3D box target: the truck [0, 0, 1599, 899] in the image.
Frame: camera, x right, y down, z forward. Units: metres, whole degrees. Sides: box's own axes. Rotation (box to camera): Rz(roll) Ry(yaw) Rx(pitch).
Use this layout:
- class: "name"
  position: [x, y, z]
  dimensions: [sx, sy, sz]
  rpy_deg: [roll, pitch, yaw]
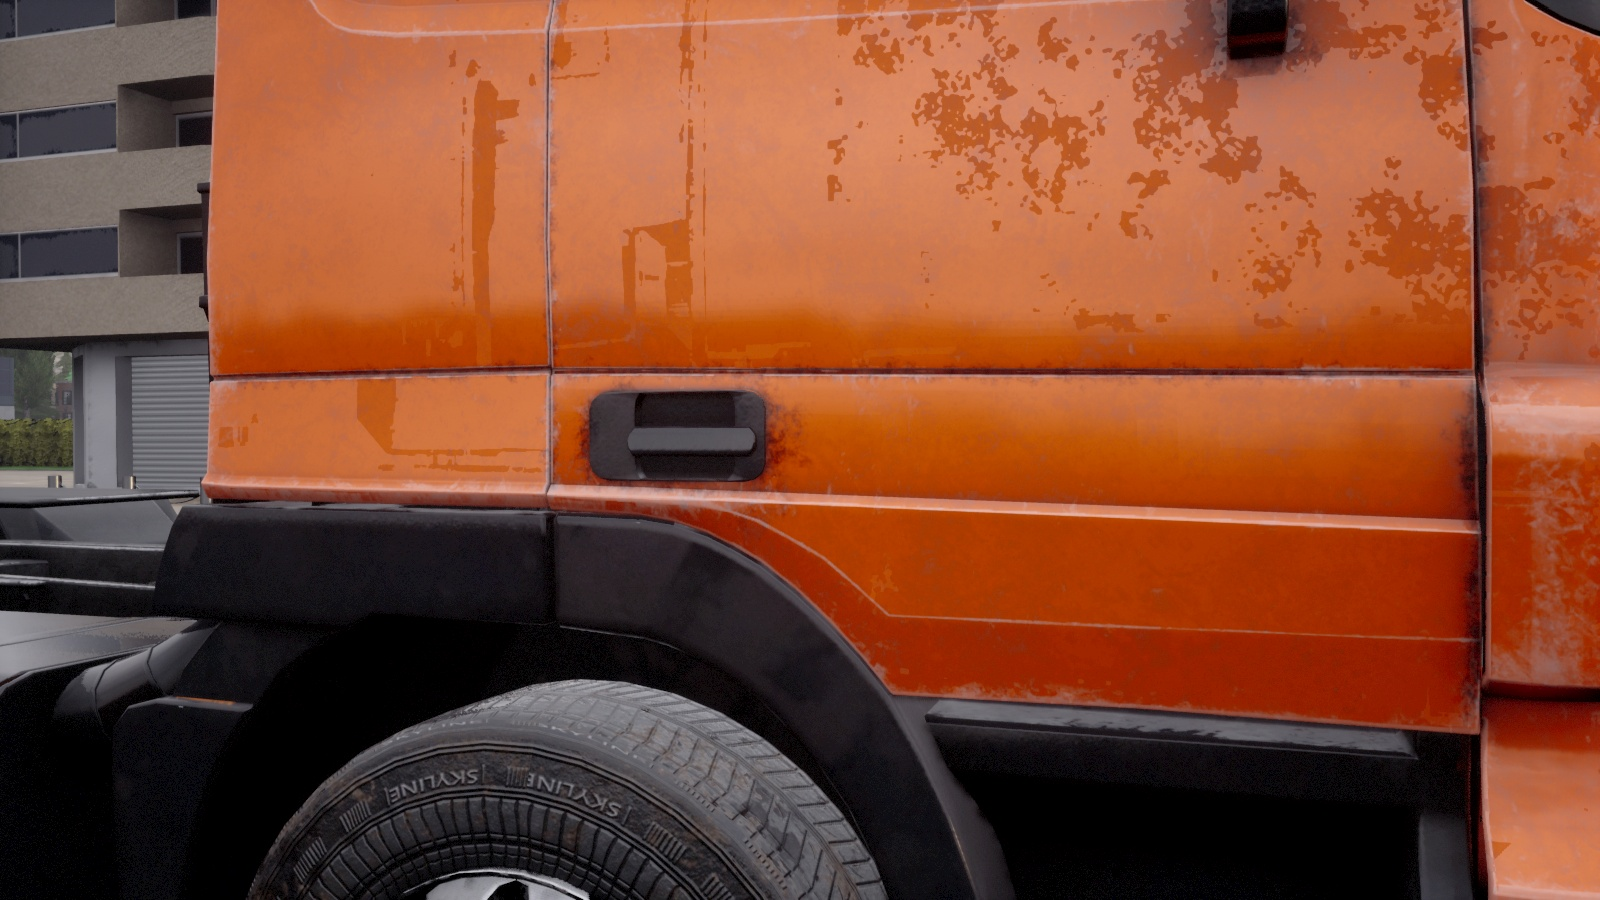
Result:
- class: "truck"
  position: [-2.190, -0.226, 3.922]
  dimensions: [7.936, 3.462, 2.891]
  rpy_deg: [1, 1, 19]
